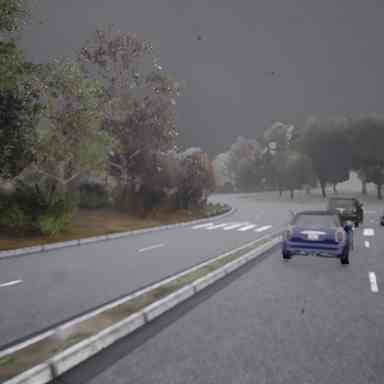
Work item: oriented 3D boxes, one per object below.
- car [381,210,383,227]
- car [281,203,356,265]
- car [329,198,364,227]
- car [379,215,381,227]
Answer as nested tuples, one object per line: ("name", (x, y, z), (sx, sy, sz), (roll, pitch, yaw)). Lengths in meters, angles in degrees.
("car", (7.348, 1.313, 10.298), (2.150, 2.045, 5.566), (0, 0, 27))
("car", (4.819, 1.458, 12.476), (2.097, 1.767, 4.553), (0, -1, 27))
("car", (11.543, 1.430, 25.115), (2.150, 2.045, 5.566), (0, 0, 31))
("car", (14.840, 1.775, 24.242), (1.994, 1.385, 4.181), (0, 0, 31))
